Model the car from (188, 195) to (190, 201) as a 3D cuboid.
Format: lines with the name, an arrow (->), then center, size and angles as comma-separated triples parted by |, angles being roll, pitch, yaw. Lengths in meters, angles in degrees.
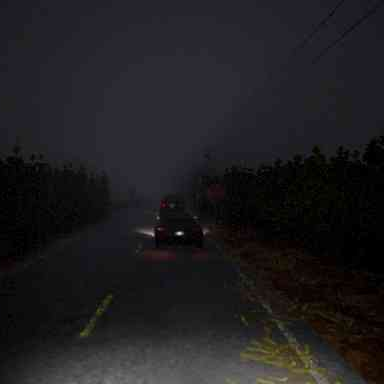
car -> -1.732, 1.444, 78.856 | 1.994, 1.385, 4.181 | 0, 0, 1

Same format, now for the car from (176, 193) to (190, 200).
car -> -2.445, 1.291, 92.828 | 2.097, 1.767, 4.553 | 0, 0, -28

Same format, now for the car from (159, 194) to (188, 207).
car -> -1.738, 1.255, 29.725 | 2.150, 2.045, 5.566 | 0, 0, -3

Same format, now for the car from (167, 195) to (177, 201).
car -> -4.887, 1.532, 83.080 | 2.033, 1.411, 5.357 | 0, 0, 1

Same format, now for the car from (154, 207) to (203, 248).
car -> -0.656, 1.569, 14.797 | 1.994, 1.385, 4.181 | 0, 0, -5
